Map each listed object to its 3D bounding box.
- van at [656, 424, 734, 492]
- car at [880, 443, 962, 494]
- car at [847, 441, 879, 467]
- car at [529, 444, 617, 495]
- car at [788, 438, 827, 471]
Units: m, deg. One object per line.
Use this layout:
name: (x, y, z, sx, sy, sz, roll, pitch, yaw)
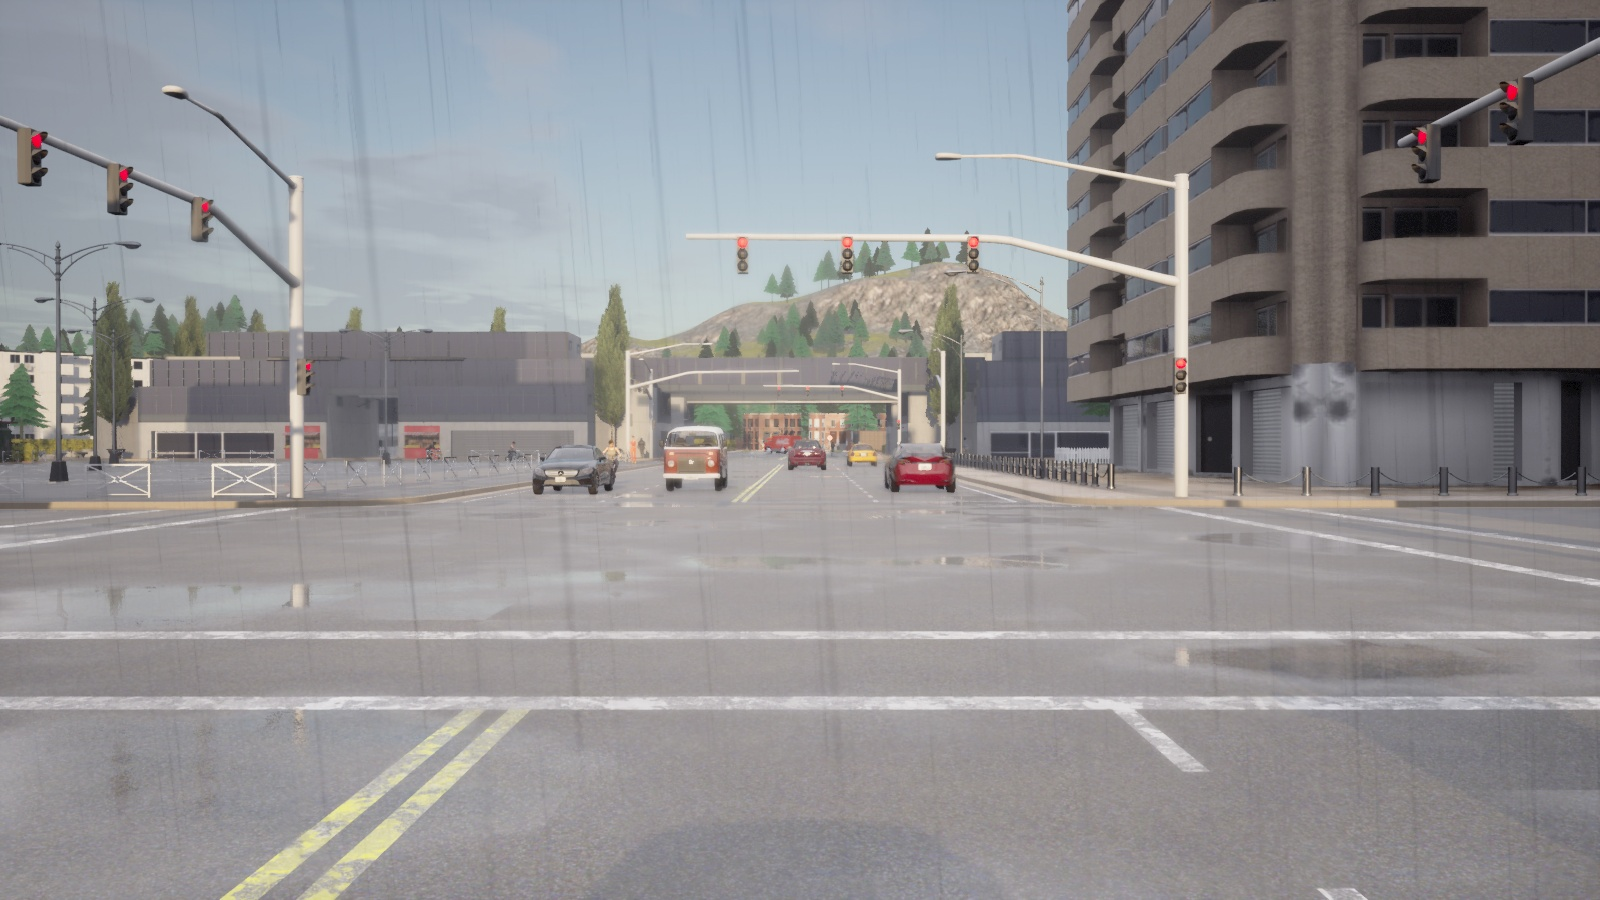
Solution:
van: (-3.262, 0.242, 39.909, 2.069, 2.038, 4.480, 0, 0, 0)
car: (3.699, 0.528, 39.291, 2.163, 1.488, 4.792, 0, 0, 1)
car: (3.962, 0.236, 80.183, 1.801, 1.575, 5.366, 0, 0, 0)
car: (-6.774, 0.553, 37.914, 1.812, 1.442, 4.674, 0, 0, 0)
car: (0.404, 0.211, 69.817, 2.097, 1.767, 4.553, 0, 0, 0)
